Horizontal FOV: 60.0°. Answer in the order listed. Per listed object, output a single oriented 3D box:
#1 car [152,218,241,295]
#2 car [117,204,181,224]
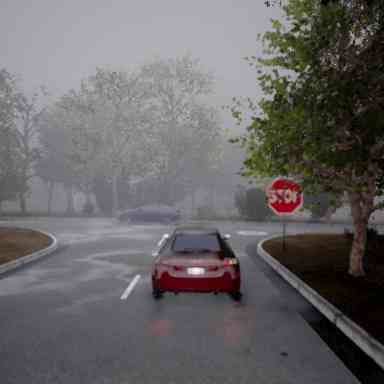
[{"bbox_3d":[0.128,1.621,8.900,1.994,1.385,4.181,0,0,1],"label":"car"},{"bbox_3d":[-3.147,1.637,24.691,4.674,1.442,1.812,2,-1,0],"label":"car"}]
